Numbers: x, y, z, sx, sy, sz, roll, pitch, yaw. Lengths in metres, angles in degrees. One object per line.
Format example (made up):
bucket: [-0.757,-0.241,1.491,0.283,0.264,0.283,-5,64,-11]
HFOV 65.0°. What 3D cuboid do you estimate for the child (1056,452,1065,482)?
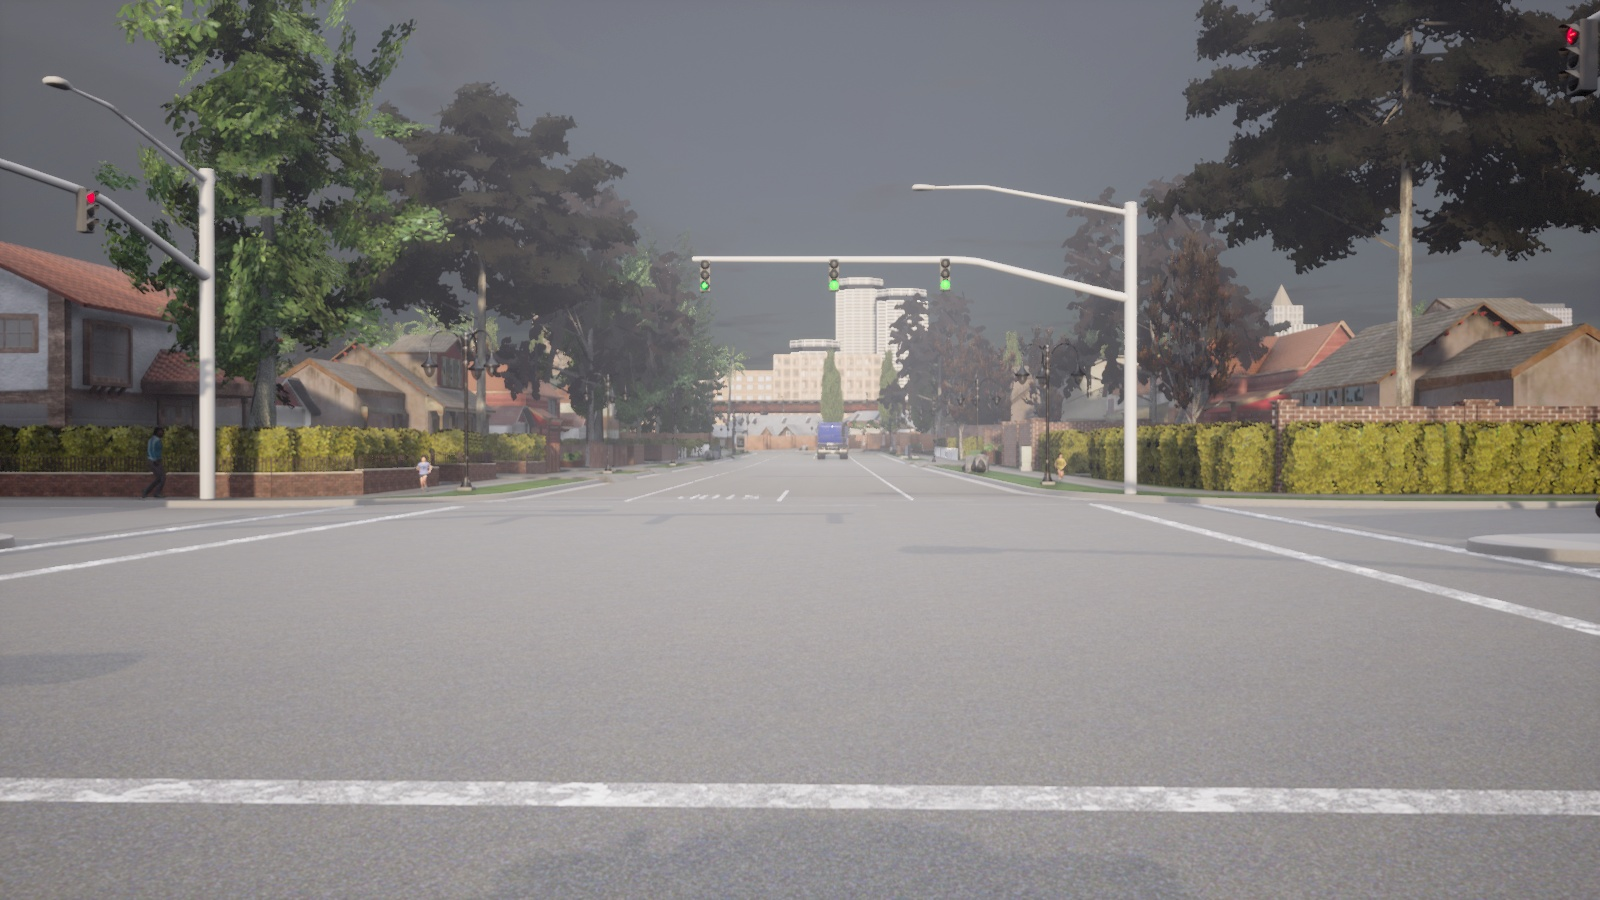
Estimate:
child: [9.497,0.611,45.741,0.255,1.110,0.394,0,0,3]

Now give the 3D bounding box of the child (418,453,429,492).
child: [-10.671,0.636,35.595,0.255,1.110,0.394,0,0,-6]

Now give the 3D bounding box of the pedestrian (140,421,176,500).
pedestrian: [-15.883,0.253,31.056,0.692,1.930,0.396,0,0,1]

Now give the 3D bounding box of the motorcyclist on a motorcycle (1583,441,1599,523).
motorcyclist on a motorcycle: [16.360,0.614,24.345,1.817,1.590,0.866,0,0,1]
